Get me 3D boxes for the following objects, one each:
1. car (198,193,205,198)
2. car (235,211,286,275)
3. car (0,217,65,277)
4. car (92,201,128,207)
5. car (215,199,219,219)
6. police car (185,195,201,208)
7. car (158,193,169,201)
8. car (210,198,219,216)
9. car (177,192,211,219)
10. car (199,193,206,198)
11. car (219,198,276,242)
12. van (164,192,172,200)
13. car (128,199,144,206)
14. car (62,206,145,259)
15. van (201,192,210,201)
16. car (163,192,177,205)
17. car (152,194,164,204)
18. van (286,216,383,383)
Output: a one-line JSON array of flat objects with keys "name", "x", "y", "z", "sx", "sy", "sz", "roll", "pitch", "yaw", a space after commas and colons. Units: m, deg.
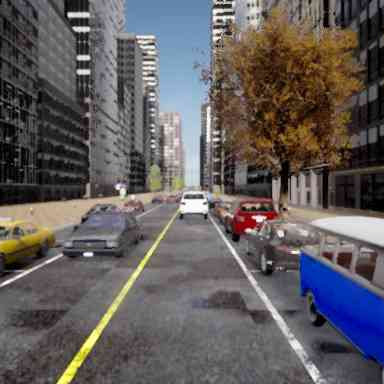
[{"name": "car", "x": 2.740, "y": 0.957, "z": 95.084, "sx": 1.947, "sy": 1.339, "sz": 4.313, "roll": 0, "pitch": 0, "yaw": 0}, {"name": "car", "x": 2.694, "y": 1.488, "z": 10.063, "sx": 2.008, "sy": 1.369, "sz": 4.403, "roll": 0, "pitch": 0, "yaw": 0}, {"name": "car", "x": -5.687, "y": 1.464, "z": 9.898, "sx": 1.752, "sy": 1.417, "sz": 4.829, "roll": 0, "pitch": 0, "yaw": 0}, {"name": "car", "x": -5.680, "y": 1.433, "z": 21.404, "sx": 1.947, "sy": 1.339, "sz": 4.313, "roll": 0, "pitch": 0, "yaw": 0}, {"name": "car", "x": 2.700, "y": 1.392, "z": 21.569, "sx": 1.752, "sy": 1.417, "sz": 4.829, "roll": 0, "pitch": 0, "yaw": 0}, {"name": "police car", "x": 0.104, "y": 1.230, "z": 43.856, "sx": 2.038, "sy": 1.542, "sz": 4.974, "roll": 0, "pitch": 0, "yaw": 0}, {"name": "car", "x": -5.657, "y": 1.020, "z": 66.748, "sx": 1.967, "sy": 1.590, "sz": 4.097, "roll": 0, "pitch": 0, "yaw": 0}, {"name": "car", "x": 2.703, "y": 1.414, "z": 27.067, "sx": 1.802, "sy": 1.307, "sz": 4.206, "roll": 0, "pitch": 0, "yaw": 0}, {"name": "car", "x": 0.122, "y": 1.046, "z": 27.352, "sx": 2.150, "sy": 2.045, "sz": 5.566, "roll": 0, "pitch": 0, "yaw": -1}, {"name": "car", "x": 2.736, "y": 0.974, "z": 89.416, "sx": 1.887, "sy": 1.381, "sz": 4.507, "roll": 0, "pitch": 0, "yaw": 0}, {"name": "car", "x": 2.697, "y": 1.218, "z": 15.730, "sx": 2.192, "sy": 1.841, "sz": 5.009, "roll": 0, "pitch": 0, "yaw": 0}, {"name": "van", "x": -5.651, "y": 0.846, "z": 78.083, "sx": 1.690, "sy": 1.788, "sz": 3.998, "roll": 0, "pitch": 0, "yaw": 0}, {"name": "car", "x": -5.674, "y": 1.379, "z": 32.741, "sx": 1.802, "sy": 1.307, "sz": 4.206, "roll": 0, "pitch": 0, "yaw": 0}, {"name": "car", "x": -3.094, "y": 1.469, "z": 12.611, "sx": 2.033, "sy": 1.411, "sz": 5.357, "roll": 0, "pitch": 0, "yaw": 0}, {"name": "van", "x": 2.724, "y": 0.921, "z": 66.742, "sx": 1.690, "sy": 1.788, "sz": 3.998, "roll": 0, "pitch": 0, "yaw": 0}, {"name": "car", "x": -3.045, "y": 1.148, "z": 52.719, "sx": 1.882, "sy": 1.535, "sz": 5.008, "roll": 0, "pitch": 0, "yaw": 0}, {"name": "car", "x": -5.663, "y": 1.219, "z": 55.412, "sx": 1.947, "sy": 1.339, "sz": 4.313, "roll": 0, "pitch": 0, "yaw": 0}, {"name": "van", "x": 2.691, "y": 1.313, "z": 4.393, "sx": 1.690, "sy": 1.788, "sz": 3.998, "roll": 0, "pitch": 0, "yaw": 0}]
